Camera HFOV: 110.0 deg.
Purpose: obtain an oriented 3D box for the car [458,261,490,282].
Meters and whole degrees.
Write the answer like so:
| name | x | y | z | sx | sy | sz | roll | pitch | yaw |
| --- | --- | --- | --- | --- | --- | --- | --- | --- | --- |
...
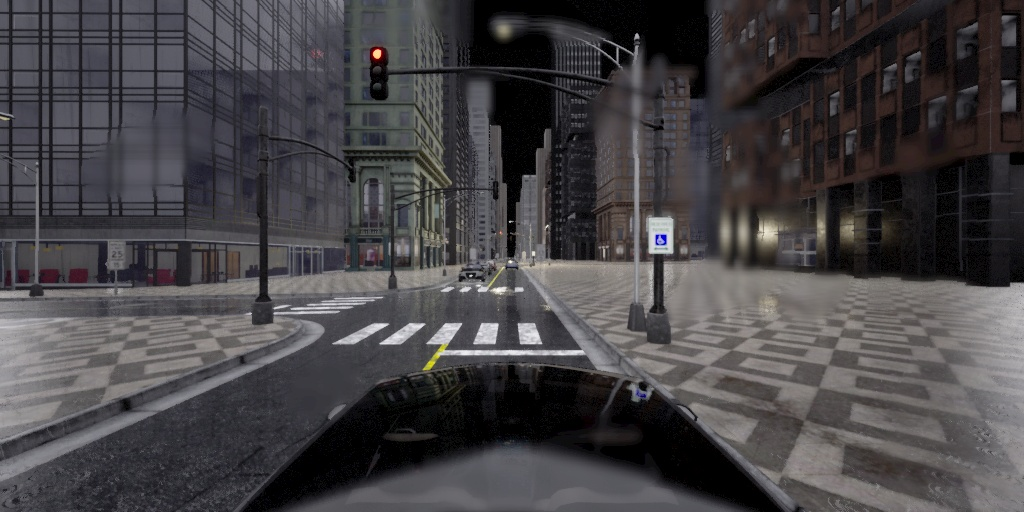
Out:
| name | x | y | z | sx | sy | sz | roll | pitch | yaw |
| --- | --- | --- | --- | --- | --- | --- | --- | --- | --- |
| car | -3.111 | 1.314 | 28.981 | 1.994 | 1.385 | 4.181 | 0 | 0 | 0 |

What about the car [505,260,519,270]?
| name | x | y | z | sx | sy | sz | roll | pitch | yaw |
| --- | --- | --- | --- | --- | --- | --- | --- | --- | --- |
| car | -0.015 | 1.325 | 53.394 | 1.994 | 1.385 | 4.181 | 0 | 0 | 0 |

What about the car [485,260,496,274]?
| name | x | y | z | sx | sy | sz | roll | pitch | yaw |
| --- | --- | --- | --- | --- | --- | --- | --- | --- | --- |
| car | -3.105 | 1.244 | 37.952 | 2.128 | 1.511 | 4.902 | 0 | 0 | 0 |
